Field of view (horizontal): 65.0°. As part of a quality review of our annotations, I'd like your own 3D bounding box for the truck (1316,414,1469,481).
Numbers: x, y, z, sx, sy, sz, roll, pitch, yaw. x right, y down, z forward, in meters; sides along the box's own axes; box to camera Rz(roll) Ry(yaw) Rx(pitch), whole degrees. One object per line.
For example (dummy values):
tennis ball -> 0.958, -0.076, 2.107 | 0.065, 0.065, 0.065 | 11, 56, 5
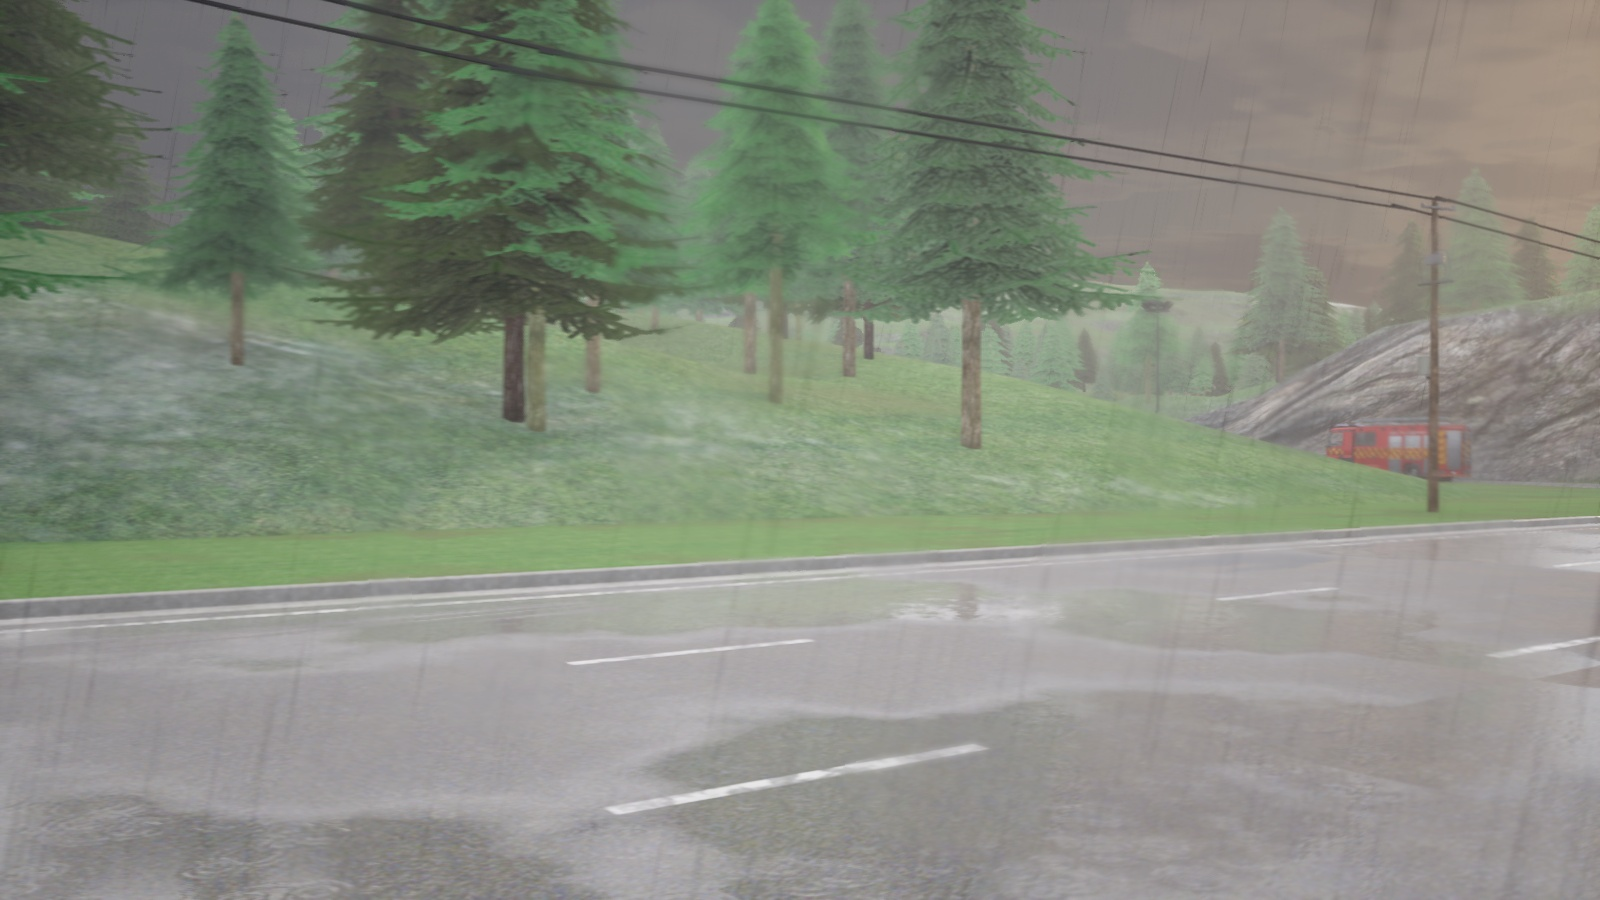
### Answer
truck -> 35.469, -0.120, 75.599 | 2.891, 3.827, 8.468 | 0, 0, -24
